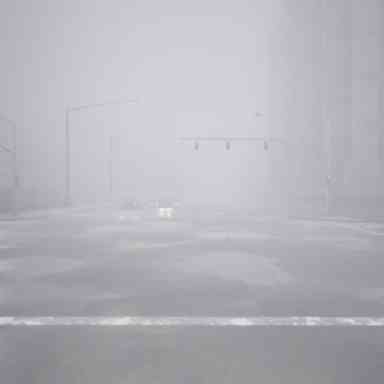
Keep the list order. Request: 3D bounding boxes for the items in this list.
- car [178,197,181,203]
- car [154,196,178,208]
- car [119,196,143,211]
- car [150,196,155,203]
[{"bbox_3d":[-3.295,1.433,65.260,1.994,1.385,4.181,0,0,1],"label":"car"},{"bbox_3d":[-3.627,1.396,47.007,2.128,1.511,4.902,0,0,1],"label":"car"},{"bbox_3d":[-7.147,1.269,39.181,2.097,1.767,4.553,0,0,1],"label":"car"},{"bbox_3d":[-6.810,1.419,63.436,2.033,1.411,5.357,0,0,2],"label":"car"}]
